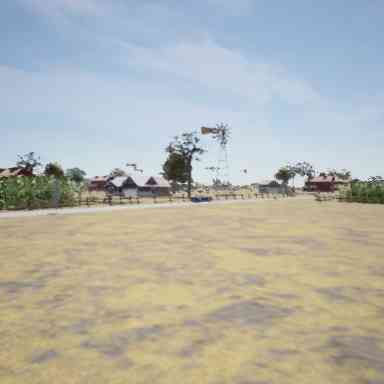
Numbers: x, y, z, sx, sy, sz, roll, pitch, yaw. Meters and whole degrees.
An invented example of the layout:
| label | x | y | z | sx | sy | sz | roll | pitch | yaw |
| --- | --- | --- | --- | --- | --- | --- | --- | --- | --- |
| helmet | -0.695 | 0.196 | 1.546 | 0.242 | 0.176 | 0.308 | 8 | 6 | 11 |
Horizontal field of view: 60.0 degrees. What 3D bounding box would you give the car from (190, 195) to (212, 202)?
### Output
| label | x | y | z | sx | sy | sz | roll | pitch | yaw |
| --- | --- | --- | --- | --- | --- | --- | --- | --- | --- |
| car | 1.622 | 1.149 | 58.660 | 1.895 | 1.301 | 4.718 | 0 | 0 | 36 |
